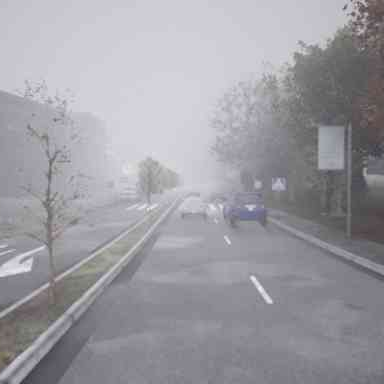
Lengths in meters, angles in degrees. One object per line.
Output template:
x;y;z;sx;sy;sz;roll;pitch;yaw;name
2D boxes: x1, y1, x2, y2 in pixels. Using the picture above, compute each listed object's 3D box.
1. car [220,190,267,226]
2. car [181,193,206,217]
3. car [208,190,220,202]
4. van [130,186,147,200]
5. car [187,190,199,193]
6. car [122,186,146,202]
3.277;0.950;21.258;2.150;2.045;5.566;0;2;0;car
0.130;1.101;26.081;1.812;1.442;4.674;0;2;0;car
3.307;0.503;44.180;1.837;1.490;4.892;0;2;0;car
-8.053;0.048;50.435;1.878;1.987;4.442;0;2;0;van
0.154;0.510;43.503;2.128;1.511;4.902;0;2;0;car
-8.090;0.201;44.979;2.435;2.045;5.566;0;2;0;car
